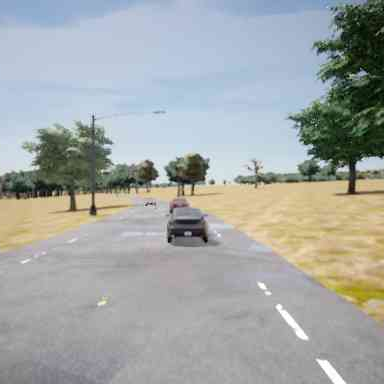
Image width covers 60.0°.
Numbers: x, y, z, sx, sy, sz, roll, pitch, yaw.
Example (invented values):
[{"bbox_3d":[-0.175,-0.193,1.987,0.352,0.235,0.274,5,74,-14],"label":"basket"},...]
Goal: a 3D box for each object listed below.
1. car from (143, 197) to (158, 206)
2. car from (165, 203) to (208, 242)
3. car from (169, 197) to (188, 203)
[{"bbox_3d":[-5.919,1.418,47.060,1.882,1.535,5.008,0,0,-6],"label":"car"},{"bbox_3d":[-0.253,1.509,16.436,1.837,1.490,4.892,0,0,-2],"label":"car"},{"bbox_3d":[-1.449,1.419,37.087,2.097,1.767,4.553,0,0,-4],"label":"car"}]
